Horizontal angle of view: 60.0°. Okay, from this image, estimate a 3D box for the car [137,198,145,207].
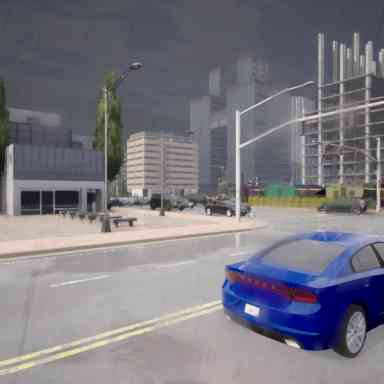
[{"bbox_3d":[-7.705,1.564,52.225,1.994,1.385,4.181,0,0,-36],"label":"car"}]

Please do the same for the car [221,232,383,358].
[{"bbox_3d":[2.766,1.478,6.126,5.008,1.535,1.882,0,0,-38],"label":"car"}]

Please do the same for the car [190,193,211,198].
[{"bbox_3d":[0.082,1.221,53.748,2.150,2.045,5.566,0,0,-36],"label":"car"}]

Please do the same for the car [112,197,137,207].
[{"bbox_3d":[-10.595,1.526,50.261,1.812,1.442,4.674,0,0,-36],"label":"car"}]

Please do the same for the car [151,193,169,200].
[{"bbox_3d":[-8.535,1.153,89.499,4.605,1.855,1.932,0,0,-38],"label":"car"}]

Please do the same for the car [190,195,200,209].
[{"bbox_3d":[-1.647,1.491,43.934,2.128,1.511,4.902,0,0,-36],"label":"car"}]

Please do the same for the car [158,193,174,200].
[{"bbox_3d":[-6.809,1.156,87.176,3.866,1.878,1.905,0,0,-38],"label":"car"}]

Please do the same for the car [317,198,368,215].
[{"bbox_3d":[15.129,1.352,33.557,4.553,1.767,2.097,0,0,39],"label":"car"}]

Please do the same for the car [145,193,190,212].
[{"bbox_3d":[-3.044,1.221,39.918,2.150,2.045,5.566,0,0,-36],"label":"car"}]

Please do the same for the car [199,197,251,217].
[{"bbox_3d":[3.160,1.505,31.440,1.837,1.490,4.892,0,0,-36],"label":"car"}]

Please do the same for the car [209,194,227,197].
[{"bbox_3d":[4.243,1.352,35.886,2.097,1.767,4.553,0,0,-36],"label":"car"}]
